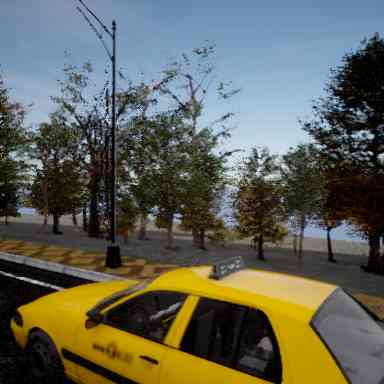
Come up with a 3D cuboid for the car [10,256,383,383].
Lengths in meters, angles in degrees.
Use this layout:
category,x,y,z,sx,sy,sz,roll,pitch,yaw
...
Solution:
category,x,y,z,sx,sy,sz,roll,pitch,yaw
car,0.113,1.455,3.481,5.366,1.575,1.801,0,0,35
